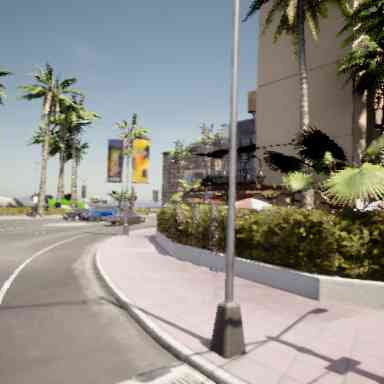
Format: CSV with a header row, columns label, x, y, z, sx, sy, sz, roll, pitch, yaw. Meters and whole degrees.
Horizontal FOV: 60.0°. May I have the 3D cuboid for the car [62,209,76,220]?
label,x,y,z,sx,sy,sz,roll,pitch,yaw
car,-14.840,2.961,43.860,1.837,1.490,4.892,1,-3,23

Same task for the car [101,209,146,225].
label,x,y,z,sx,sy,sz,roll,pitch,yaw
car,-7.032,2.874,35.983,2.033,1.411,5.357,1,-3,24

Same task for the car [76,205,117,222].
label,x,y,z,sx,sy,sz,roll,pitch,yaw
car,-11.647,2.667,42.413,2.150,2.045,5.566,1,-3,23
